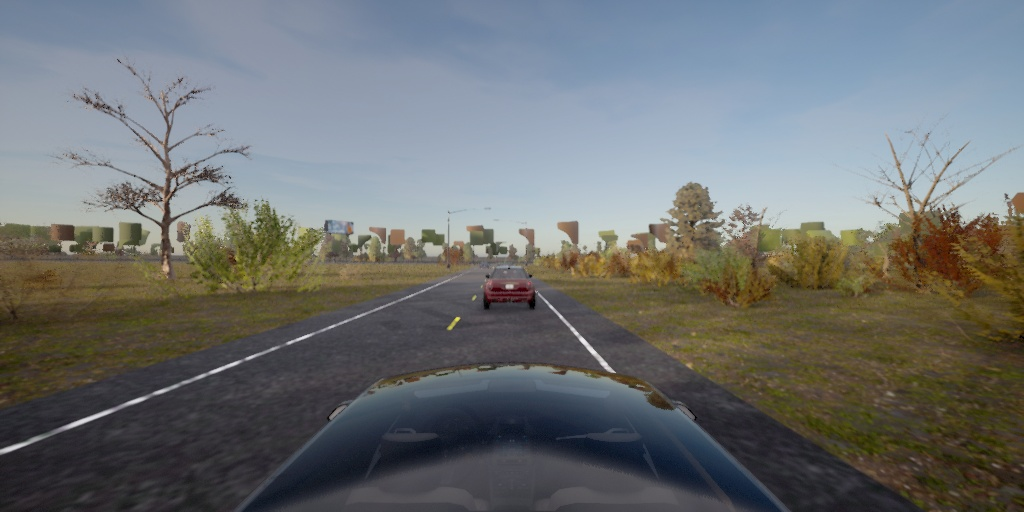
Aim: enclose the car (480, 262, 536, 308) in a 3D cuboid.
[{"bbox_3d":[-0.132,1.228,15.999,2.097,1.767,4.553,0,-1,-1],"label":"car"}]
